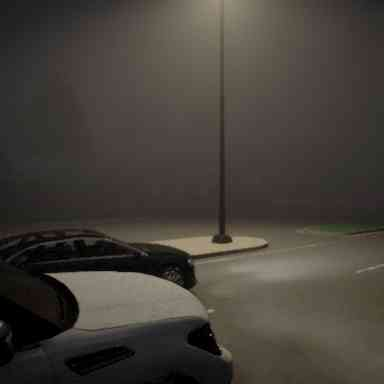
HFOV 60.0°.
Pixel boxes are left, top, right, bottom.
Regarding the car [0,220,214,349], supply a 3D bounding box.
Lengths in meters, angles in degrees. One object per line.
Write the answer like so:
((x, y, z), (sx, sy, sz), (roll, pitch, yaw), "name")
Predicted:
((-2.154, 1.490, 6.508), (4.902, 1.511, 2.128), (0, 0, -36), "car")

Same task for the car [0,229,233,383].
((-2.296, 1.221, 2.109), (5.566, 2.045, 2.150), (0, 0, -35), "car")
